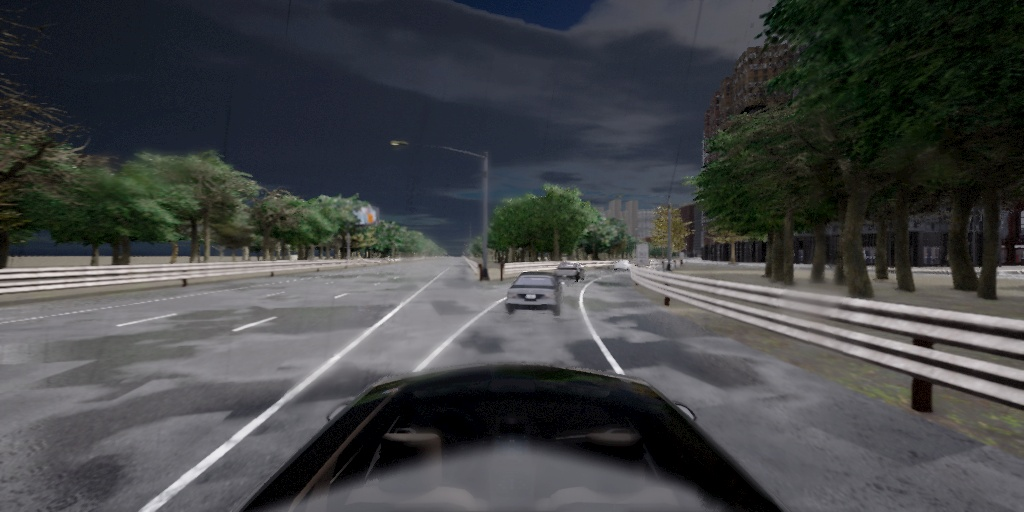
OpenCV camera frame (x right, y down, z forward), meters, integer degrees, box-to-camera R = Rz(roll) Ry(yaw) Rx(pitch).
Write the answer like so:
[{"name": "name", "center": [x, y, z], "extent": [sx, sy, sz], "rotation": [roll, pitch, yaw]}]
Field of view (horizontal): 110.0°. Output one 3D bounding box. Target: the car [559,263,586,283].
[{"name": "car", "center": [4.703, 1.284, 28.635], "extent": [2.128, 1.511, 4.902], "rotation": [0, 0, 19]}]

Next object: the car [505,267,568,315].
[{"name": "car", "center": [0.978, 1.307, 13.643], "extent": [2.033, 1.411, 5.357], "rotation": [0, 0, 9]}]

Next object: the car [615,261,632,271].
[{"name": "car", "center": [15.862, 1.356, 50.336], "extent": [1.812, 1.442, 4.674], "rotation": [0, 0, 35]}]
